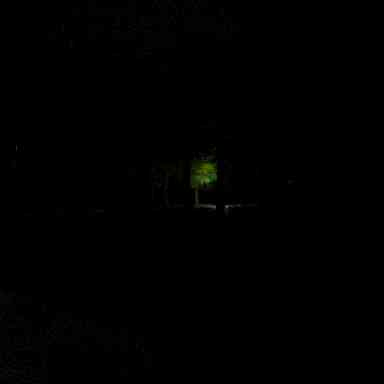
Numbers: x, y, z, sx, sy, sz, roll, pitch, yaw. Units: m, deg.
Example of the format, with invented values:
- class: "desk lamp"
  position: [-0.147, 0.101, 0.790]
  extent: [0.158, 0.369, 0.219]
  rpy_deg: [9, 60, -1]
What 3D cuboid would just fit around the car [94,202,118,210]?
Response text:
- class: "car"
  position: [-15.568, 2.511, 60.610]
  extent: [1.812, 1.442, 4.674]
  rpy_deg: [-2, -2, 36]
